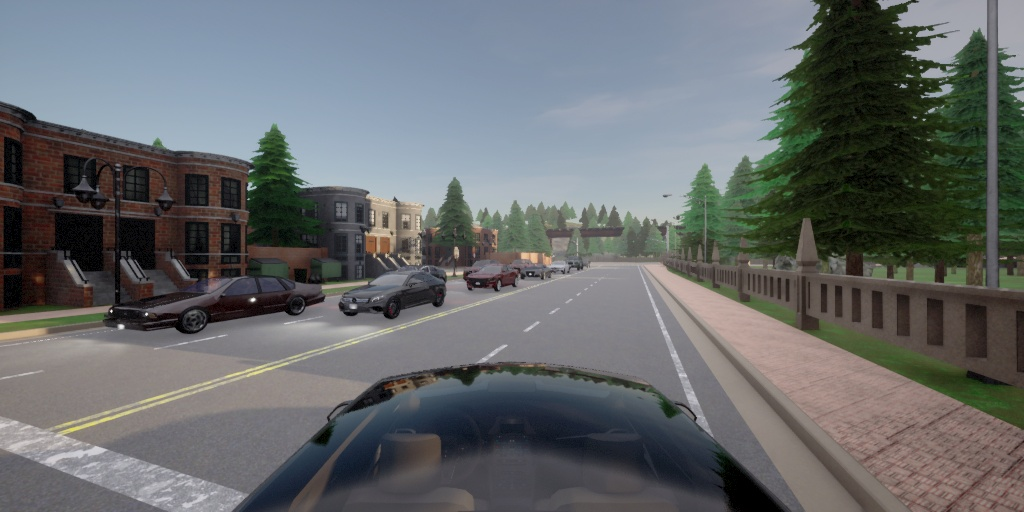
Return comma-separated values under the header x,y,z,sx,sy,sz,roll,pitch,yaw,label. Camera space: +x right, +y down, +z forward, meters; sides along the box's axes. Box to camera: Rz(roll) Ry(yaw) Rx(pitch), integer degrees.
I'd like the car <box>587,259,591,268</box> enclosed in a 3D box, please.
x,y,z,sx,sy,sz,roll,pitch,yaw,label
12.255,1.255,61.013,1.837,1.490,4.892,0,0,19,car

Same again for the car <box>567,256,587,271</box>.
x,y,z,sx,sy,sz,roll,pitch,yaw,label
8.775,0.971,50.844,2.150,2.045,5.566,0,0,19,car

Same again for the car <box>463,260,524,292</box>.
x,y,z,sx,sy,sz,roll,pitch,yaw,label
-1.067,1.228,21.942,1.882,1.535,5.008,0,0,19,car

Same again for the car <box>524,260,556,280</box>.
x,y,z,sx,sy,sz,roll,pitch,yaw,label
2.168,1.314,31.422,1.994,1.385,4.181,0,0,20,car

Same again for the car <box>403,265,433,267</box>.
x,y,z,sx,sy,sz,roll,pitch,yaw,label
-5.417,1.242,20.040,2.128,1.511,4.902,0,0,18,car

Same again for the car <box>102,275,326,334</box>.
x,y,z,sx,sy,sz,roll,pitch,yaw,label
-8.467,1.297,11.066,2.033,1.411,5.357,0,0,19,car

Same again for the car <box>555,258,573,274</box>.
x,y,z,sx,sy,sz,roll,pitch,yaw,label
5.409,1.276,40.971,1.812,1.442,4.674,0,0,19,car

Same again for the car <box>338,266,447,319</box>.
x,y,z,sx,sy,sz,roll,pitch,yaw,label
-4.072,1.276,13.111,1.812,1.442,4.674,0,0,19,car
